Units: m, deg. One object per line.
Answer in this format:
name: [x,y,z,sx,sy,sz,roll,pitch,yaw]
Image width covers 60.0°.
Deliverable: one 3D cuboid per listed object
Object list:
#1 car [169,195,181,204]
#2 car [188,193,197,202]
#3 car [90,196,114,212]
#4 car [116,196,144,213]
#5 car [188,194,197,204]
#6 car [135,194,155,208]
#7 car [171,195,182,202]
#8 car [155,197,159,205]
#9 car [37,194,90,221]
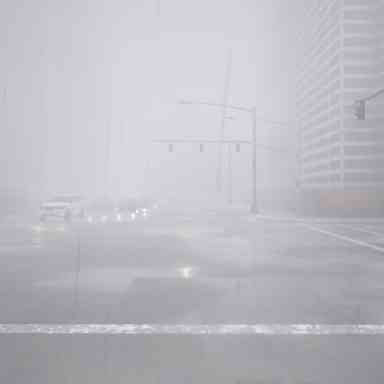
car: [-3.423,1.491,64.148,2.128,1.511,4.902,0,0,0]
car: [0.089,1.184,74.398,2.097,1.767,4.553,0,0,0]
car: [-10.552,1.351,38.641,2.097,1.767,4.553,0,0,0]
car: [-7.054,1.505,37.887,1.837,1.490,4.892,0,0,0]
car: [0.077,1.547,64.144,2.033,1.411,5.357,0,0,0]
car: [-7.039,1.491,48.238,2.128,1.511,4.902,0,0,0]
car: [-3.411,1.354,74.432,2.128,1.511,4.902,0,0,0]
car: [-7.002,1.600,59.704,1.895,1.301,4.718,0,0,0]
car: [-10.563,1.224,27.391,2.150,2.045,5.566,0,0,0]
